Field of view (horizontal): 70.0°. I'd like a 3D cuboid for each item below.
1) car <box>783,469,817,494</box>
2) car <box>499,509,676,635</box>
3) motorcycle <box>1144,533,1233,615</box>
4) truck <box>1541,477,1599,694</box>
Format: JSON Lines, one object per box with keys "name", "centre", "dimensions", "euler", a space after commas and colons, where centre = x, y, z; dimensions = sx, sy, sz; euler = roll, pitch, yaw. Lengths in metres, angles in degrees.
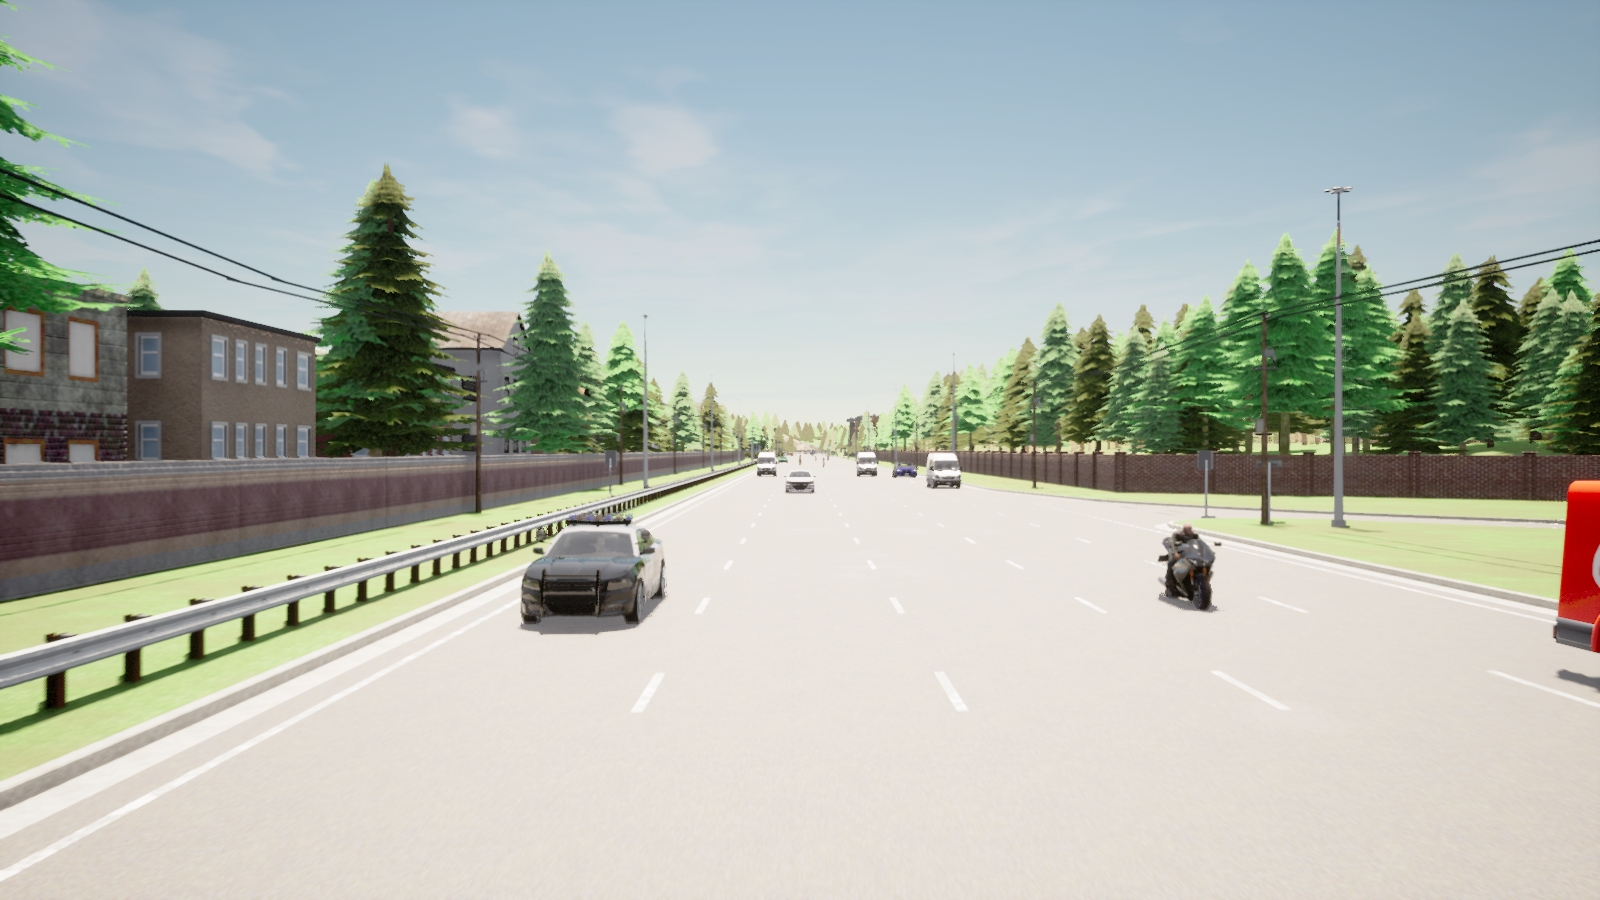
{"name": "car", "centre": [0.003, 2.034, 74.831], "dimensions": [2.097, 1.535, 5.006], "euler": [0, 0, 0]}
{"name": "car", "centre": [-3.499, 1.982, 19.904], "dimensions": [2.097, 1.638, 5.238], "euler": [0, 0, 0]}
{"name": "motorcycle", "centre": [7.001, 2.205, 20.707], "dimensions": [0.867, 1.251, 2.209], "euler": [0, 0, 0]}
{"name": "truck", "centre": [10.500, 1.568, 11.567], "dimensions": [2.627, 2.467, 5.204], "euler": [0, 0, 0]}
